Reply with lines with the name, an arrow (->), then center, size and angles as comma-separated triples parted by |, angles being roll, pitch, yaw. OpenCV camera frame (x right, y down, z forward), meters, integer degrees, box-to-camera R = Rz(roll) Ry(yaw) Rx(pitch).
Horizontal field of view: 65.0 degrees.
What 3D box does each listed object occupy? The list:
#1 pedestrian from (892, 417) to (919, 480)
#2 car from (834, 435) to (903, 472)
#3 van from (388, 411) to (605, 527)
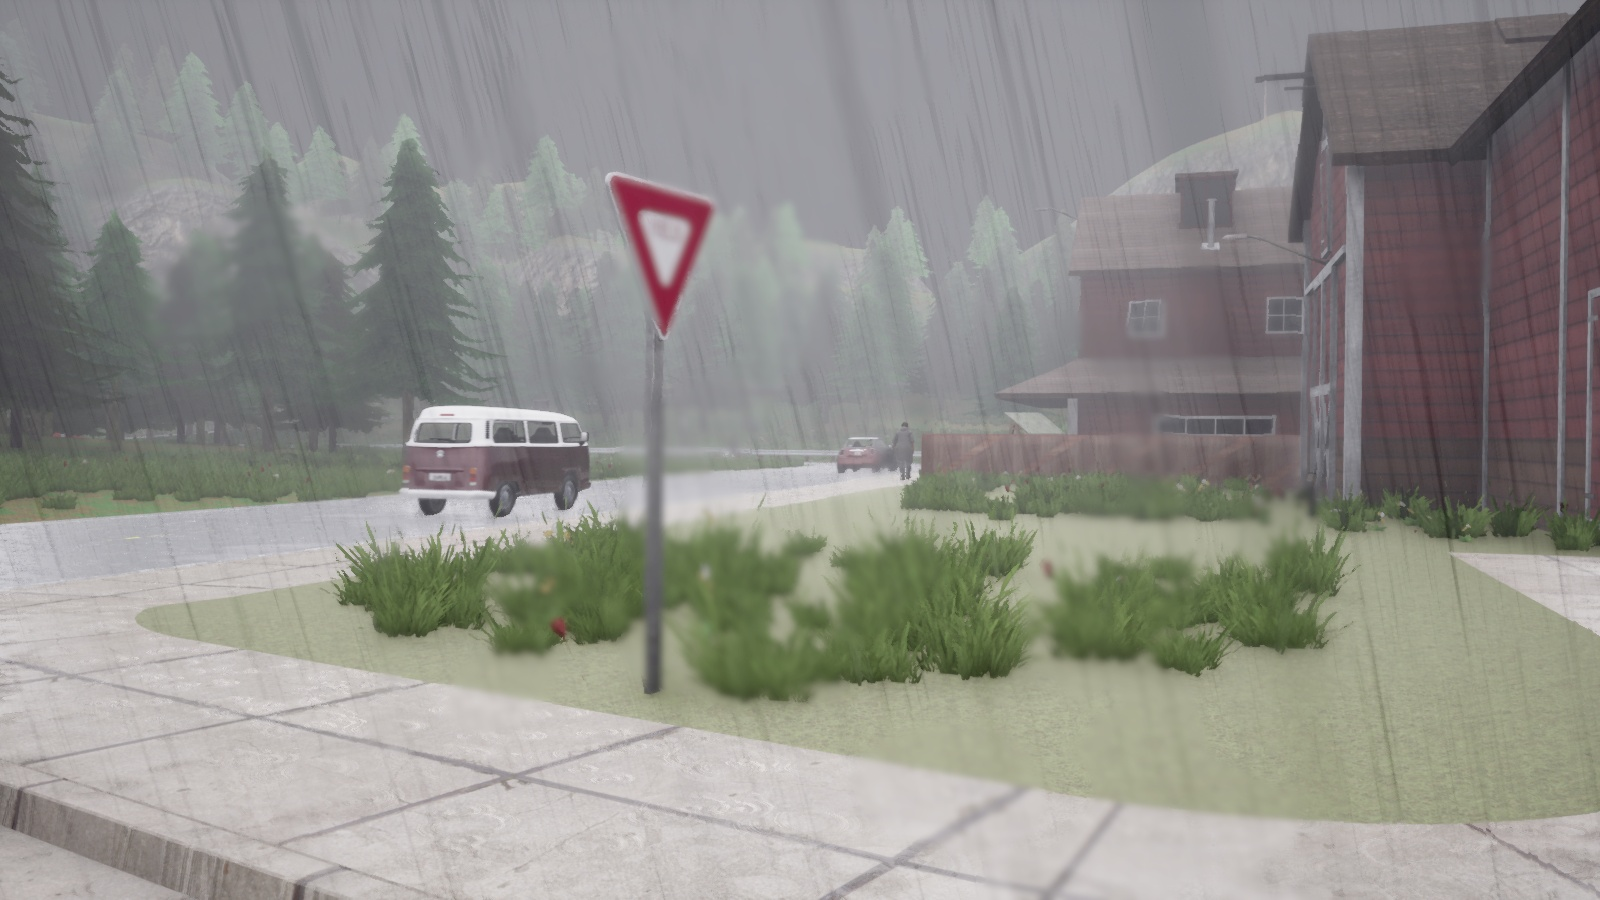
pedestrian -> 3.338, -0.049, 39.690 | 0.659, 1.952, 0.873 | 0, 1, 17
car -> 2.886, 0.117, 52.086 | 1.970, 1.475, 3.806 | 0, 1, 17
van -> -5.759, 0.300, 24.499 | 2.069, 2.038, 4.480 | 0, 1, 17
